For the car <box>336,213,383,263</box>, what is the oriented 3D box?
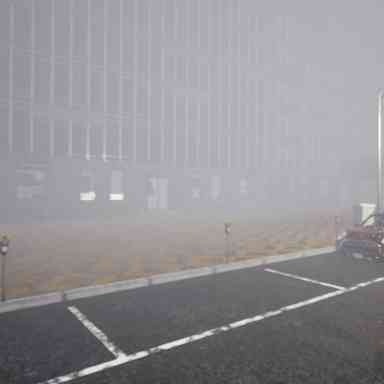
[{"bbox_3d":[6.721,1.442,11.349,4.097,1.590,1.967,0,1,-36],"label":"car"}]
